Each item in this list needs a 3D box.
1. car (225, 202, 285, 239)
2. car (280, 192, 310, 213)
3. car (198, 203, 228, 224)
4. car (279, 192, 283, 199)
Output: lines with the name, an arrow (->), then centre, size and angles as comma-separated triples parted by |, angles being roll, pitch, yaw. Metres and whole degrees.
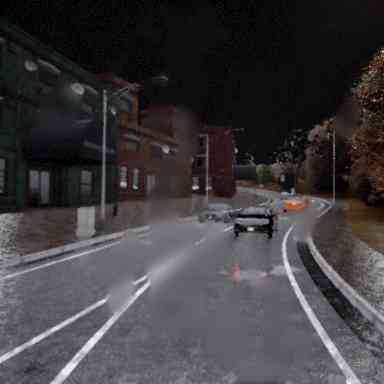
car -> 3.433, 1.445, 17.304 | 2.128, 1.511, 4.902 | 0, 0, 19
car -> 10.779, 1.129, 34.059 | 2.097, 1.767, 4.553 | 0, 1, 25
car -> 1.964, 1.493, 23.935 | 1.994, 1.385, 4.181 | 0, 0, 23
car -> 17.460, 0.757, 62.791 | 1.812, 1.442, 4.674 | 0, 2, 13
